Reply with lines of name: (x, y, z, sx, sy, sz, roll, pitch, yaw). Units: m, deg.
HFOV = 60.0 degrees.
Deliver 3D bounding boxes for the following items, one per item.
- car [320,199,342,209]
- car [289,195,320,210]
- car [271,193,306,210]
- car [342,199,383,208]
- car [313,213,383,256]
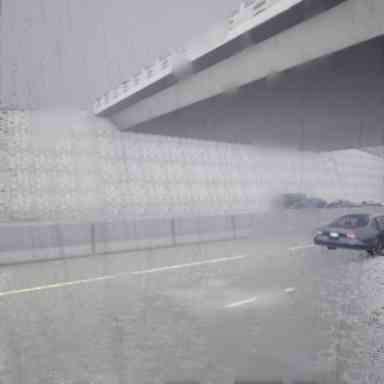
car: (16.880, 1.515, 37.523, 4.181, 1.385, 1.994, 0, 0, -35)
car: (14.397, 1.429, 40.050, 5.008, 1.535, 1.882, 0, 0, -35)
car: (12.742, 1.171, 43.167, 5.566, 2.045, 2.150, 0, 0, -35)
car: (17.696, 1.554, 33.809, 4.718, 1.301, 1.895, 0, 0, -35)
car: (6.989, 1.529, 13.029, 5.357, 1.411, 2.033, 0, 0, -36)
